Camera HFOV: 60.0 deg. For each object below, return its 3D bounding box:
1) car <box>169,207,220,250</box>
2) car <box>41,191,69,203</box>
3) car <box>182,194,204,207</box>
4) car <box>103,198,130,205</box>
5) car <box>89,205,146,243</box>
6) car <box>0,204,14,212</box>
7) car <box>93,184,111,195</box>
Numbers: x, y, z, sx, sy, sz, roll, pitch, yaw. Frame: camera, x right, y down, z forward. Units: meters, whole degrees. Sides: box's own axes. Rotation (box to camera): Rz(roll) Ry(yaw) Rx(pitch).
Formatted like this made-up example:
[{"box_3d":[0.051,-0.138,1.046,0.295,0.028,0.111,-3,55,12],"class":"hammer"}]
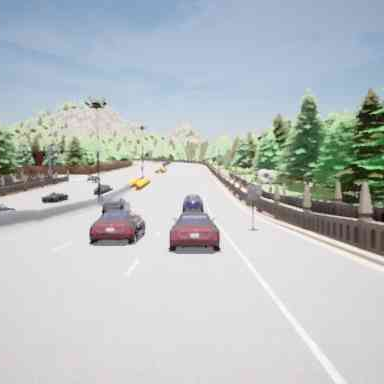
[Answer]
[{"box_3d":[0.100,1.532,14.055,1.994,1.385,4.181,0,0,0],"class":"car"},{"box_3d":[-17.574,0.637,42.763,1.895,1.301,4.718,0,5,0],"class":"car"},{"box_3d":[0.102,0.964,34.272,2.097,1.767,4.553,0,3,0],"class":"car"},{"box_3d":[-6.899,1.264,30.650,2.128,1.511,4.902,0,2,0],"class":"car"},{"box_3d":[-3.400,1.528,15.789,1.994,1.385,4.181,0,0,0],"class":"car"},{"box_3d":[-14.091,1.505,23.113,1.994,1.385,4.181,0,0,0],"class":"car"},{"box_3d":[-14.021,-0.437,52.079,1.882,1.535,5.008,0,8,0],"class":"car"}]
